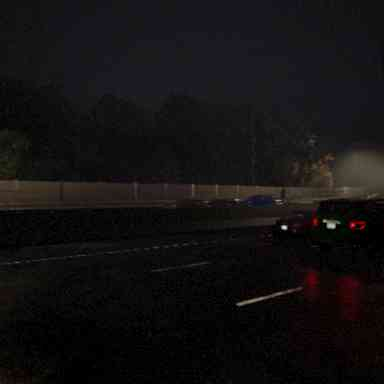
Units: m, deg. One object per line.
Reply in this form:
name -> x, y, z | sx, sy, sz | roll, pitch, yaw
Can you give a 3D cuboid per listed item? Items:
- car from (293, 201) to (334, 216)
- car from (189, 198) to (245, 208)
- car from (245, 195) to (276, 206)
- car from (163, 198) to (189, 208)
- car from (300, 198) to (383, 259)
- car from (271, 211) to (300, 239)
car -> 12.614, 1.707, 34.478 | 4.181, 1.385, 1.994 | 0, 0, -35
car -> 2.379, 1.440, 31.479 | 4.553, 1.767, 2.097 | 0, 0, -35
car -> 8.864, 1.383, 44.692 | 5.566, 2.045, 2.150 | 1, 0, -35
car -> -0.714, 1.433, 33.576 | 4.553, 1.767, 2.097 | 0, 0, -35
car -> 6.985, 1.276, 13.031 | 5.566, 2.045, 2.150 | 0, 0, -36
car -> 5.910, 1.624, 16.562 | 4.181, 1.385, 1.994 | 0, 0, -36
